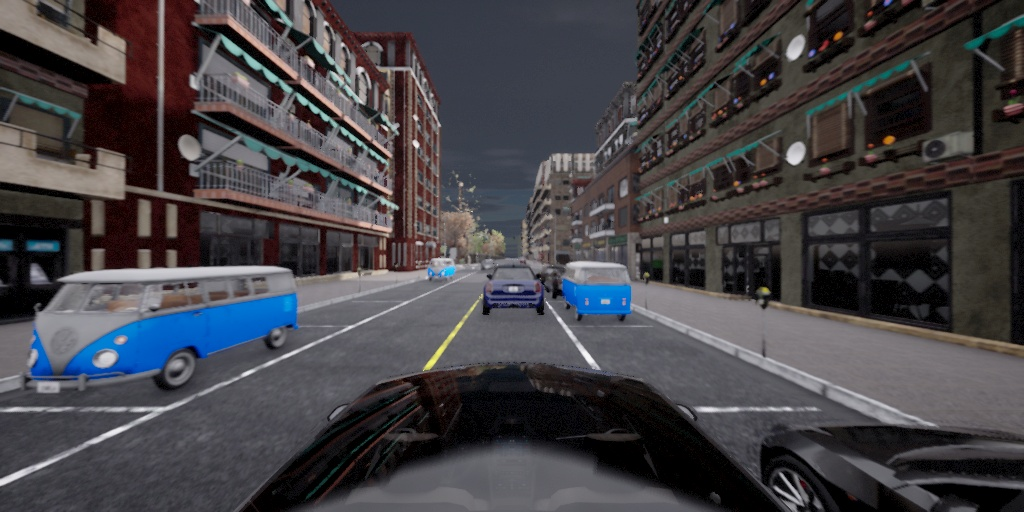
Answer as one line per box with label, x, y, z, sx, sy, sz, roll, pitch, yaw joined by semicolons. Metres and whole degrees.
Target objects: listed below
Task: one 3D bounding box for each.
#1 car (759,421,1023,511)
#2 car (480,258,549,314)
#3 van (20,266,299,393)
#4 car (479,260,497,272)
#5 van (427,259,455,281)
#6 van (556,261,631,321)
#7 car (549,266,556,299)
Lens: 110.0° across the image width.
car;2.691;1.316;0.843;1.948;1.339;4.313;0;0;0
car;0.060;1.098;13.812;2.097;1.767;4.553;0;0;0
van;-5.692;1.089;6.501;1.690;1.789;3.998;0;0;0
car;-3.097;1.251;47.449;2.128;1.511;4.902;0;0;0
van;-5.705;1.090;29.148;1.690;1.789;3.998;0;0;0
van;2.685;1.088;12.168;1.690;1.789;3.998;0;0;0
car;2.682;1.313;17.830;1.948;1.339;4.313;0;0;0
